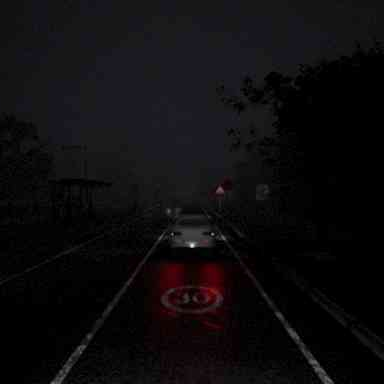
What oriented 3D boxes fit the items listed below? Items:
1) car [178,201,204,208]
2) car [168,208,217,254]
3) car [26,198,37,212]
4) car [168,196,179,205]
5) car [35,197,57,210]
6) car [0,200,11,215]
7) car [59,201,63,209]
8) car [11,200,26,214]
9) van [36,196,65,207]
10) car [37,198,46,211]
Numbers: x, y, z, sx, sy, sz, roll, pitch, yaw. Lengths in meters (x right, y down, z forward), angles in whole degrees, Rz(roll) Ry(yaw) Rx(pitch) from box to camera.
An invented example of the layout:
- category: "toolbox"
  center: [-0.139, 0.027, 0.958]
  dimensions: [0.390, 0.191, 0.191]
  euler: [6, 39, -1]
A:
- category: "car"
  center: [0.036, 1.658, 29.270]
  dimensions: [1.882, 1.535, 5.008]
  euler: [0, 0, 1]
- category: "car"
  center: [0.027, 1.625, 13.915]
  dimensions: [1.812, 1.442, 4.674]
  euler: [0, 0, 0]
- category: "car"
  center: [-22.092, 1.758, 40.446]
  dimensions: [4.892, 1.521, 2.231]
  euler: [0, 0, 0]
- category: "car"
  center: [-3.292, 1.535, 59.639]
  dimensions: [1.837, 1.490, 4.892]
  euler: [0, 1, 0]
- category: "car"
  center: [-21.918, 1.792, 45.995]
  dimensions: [5.366, 1.575, 1.946]
  euler: [0, 0, 0]
- category: "car"
  center: [-22.124, 1.594, 34.896]
  dimensions: [4.553, 1.767, 2.185]
  euler: [0, 0, 0]
- category: "car"
  center: [-22.137, 1.845, 48.772]
  dimensions: [4.792, 1.488, 2.163]
  euler: [0, 0, 0]
- category: "car"
  center: [-22.101, 1.738, 37.671]
  dimensions: [5.008, 1.535, 2.097]
  euler: [0, 0, 0]
- category: "van"
  center: [-21.993, 1.609, 51.547]
  dimensions: [4.442, 1.987, 1.878]
  euler: [0, 0, 0]
- category: "car"
  center: [-22.130, 1.806, 43.220]
  dimensions: [4.792, 1.488, 2.163]
  euler: [0, 0, 0]
